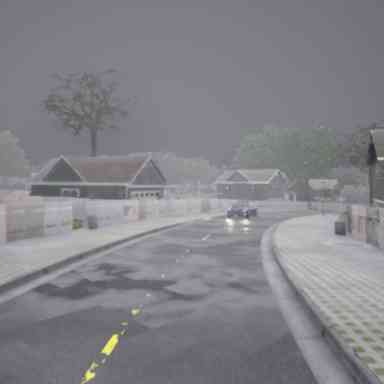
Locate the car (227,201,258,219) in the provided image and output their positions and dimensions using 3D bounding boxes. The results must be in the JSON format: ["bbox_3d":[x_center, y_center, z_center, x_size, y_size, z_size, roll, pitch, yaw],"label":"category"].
[{"bbox_3d":[5.131,1.669,33.336,2.097,1.767,4.553,1,-1,26],"label":"car"}]
